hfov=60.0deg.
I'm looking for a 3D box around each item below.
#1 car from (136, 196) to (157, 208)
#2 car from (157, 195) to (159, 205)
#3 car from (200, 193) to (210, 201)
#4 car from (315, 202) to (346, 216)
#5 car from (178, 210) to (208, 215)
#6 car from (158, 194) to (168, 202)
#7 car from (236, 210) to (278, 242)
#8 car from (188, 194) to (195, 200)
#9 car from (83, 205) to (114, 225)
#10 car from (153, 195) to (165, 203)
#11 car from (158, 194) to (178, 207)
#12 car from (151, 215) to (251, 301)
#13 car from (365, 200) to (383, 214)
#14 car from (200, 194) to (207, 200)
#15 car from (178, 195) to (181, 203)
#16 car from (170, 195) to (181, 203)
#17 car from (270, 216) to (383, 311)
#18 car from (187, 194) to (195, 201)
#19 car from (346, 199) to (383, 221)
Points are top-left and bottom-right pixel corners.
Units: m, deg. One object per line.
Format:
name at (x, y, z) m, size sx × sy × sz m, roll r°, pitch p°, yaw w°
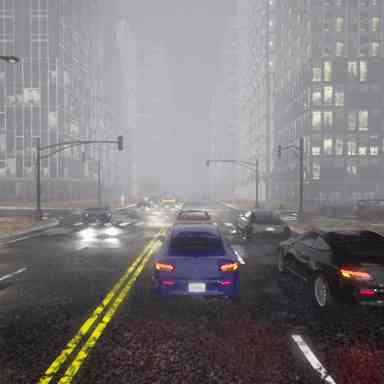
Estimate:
car at (-6.699, 1.513, 47.845) m, size 2.033 × 1.411 × 5.357 m, roll 0°, pitch 0°, yaw 0°
car at (-6.703, 1.460, 57.583) m, size 1.837 × 1.490 × 4.892 m, roll 0°, pitch 0°, yaw 0°
car at (3.083, 1.143, 78.733) m, size 2.150 × 2.045 × 5.566 m, roll 0°, pitch 0°, yaw 0°
car at (15.030, 1.702, 33.729) m, size 4.718 × 1.301 × 1.895 m, roll 0°, pitch 1°, yaw 1°
car at (0.066, 1.591, 17.350) m, size 1.895 × 1.301 × 4.718 m, roll 0°, pitch 0°, yaw 0°
car at (-6.664, 1.285, 76.862) m, size 2.097 × 1.767 × 4.553 m, roll 0°, pitch 0°, yaw 0°
car at (3.320, 1.555, 16.190) m, size 1.994 × 1.385 × 4.181 m, roll 0°, pitch 0°, yaw -1°
car at (-0.190, 1.266, 89.114) m, size 1.812 × 1.442 × 4.674 m, roll 0°, pitch 0°, yaw 0°
car at (-6.717, 1.604, 24.041) m, size 1.895 × 1.301 × 4.718 m, roll 0°, pitch -1°, yaw -15°
car at (-6.666, 1.448, 66.937) m, size 1.837 × 1.490 × 4.892 m, roll 0°, pitch 0°, yaw 0°
car at (-3.448, 1.442, 49.245) m, size 1.882 × 1.535 × 5.008 m, roll 0°, pitch 0°, yaw 0°
car at (0.084, 1.522, 8.184) m, size 1.812 × 1.442 × 4.674 m, roll 0°, pitch 0°, yaw 0°
car at (21.734, 1.643, 36.240) m, size 4.829 × 1.417 × 1.752 m, roll 1°, pitch 0°, yaw 1°
car at (3.060, 1.337, 89.151) m, size 1.895 × 1.301 × 4.718 m, roll 0°, pitch 0°, yaw 0°
car at (-3.452, 1.554, 58.624) m, size 1.895 × 1.301 × 4.718 m, roll 0°, pitch 0°, yaw 0°
car at (-3.398, 1.418, 69.151) m, size 1.882 × 1.535 × 5.008 m, roll 0°, pitch 0°, yaw 0°
car at (3.336, 1.522, 7.621) m, size 1.812 × 1.442 × 4.674 m, roll 0°, pitch 0°, yaw 0°
car at (-0.168, 1.514, 79.142) m, size 1.895 × 1.301 × 4.718 m, roll 0°, pitch 0°, yaw 0°
car at (16.143, 1.519, 27.942) m, size 5.009 × 1.841 × 2.192 m, roll 1°, pitch 0°, yaw 1°
